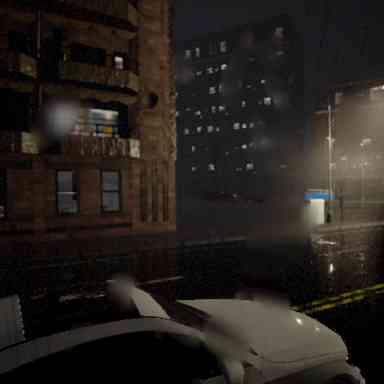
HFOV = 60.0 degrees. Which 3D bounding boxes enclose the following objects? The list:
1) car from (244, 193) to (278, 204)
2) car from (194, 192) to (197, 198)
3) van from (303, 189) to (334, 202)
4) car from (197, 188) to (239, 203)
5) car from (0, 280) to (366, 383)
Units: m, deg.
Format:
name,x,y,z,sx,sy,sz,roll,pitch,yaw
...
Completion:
name,x,y,z,sx,sy,sz,roll,pitch,yaw
car,8.701,0.822,41.824,4.206,1.307,1.802,1,0,28
car,2.858,0.295,54.496,5.009,1.841,2.192,1,0,28
van,17.729,0.510,46.476,3.998,1.788,1.690,1,0,28
car,3.747,0.492,44.497,5.009,1.841,2.192,1,0,28
car,-0.653,1.517,2.671,4.674,1.442,1.812,-1,0,-30
